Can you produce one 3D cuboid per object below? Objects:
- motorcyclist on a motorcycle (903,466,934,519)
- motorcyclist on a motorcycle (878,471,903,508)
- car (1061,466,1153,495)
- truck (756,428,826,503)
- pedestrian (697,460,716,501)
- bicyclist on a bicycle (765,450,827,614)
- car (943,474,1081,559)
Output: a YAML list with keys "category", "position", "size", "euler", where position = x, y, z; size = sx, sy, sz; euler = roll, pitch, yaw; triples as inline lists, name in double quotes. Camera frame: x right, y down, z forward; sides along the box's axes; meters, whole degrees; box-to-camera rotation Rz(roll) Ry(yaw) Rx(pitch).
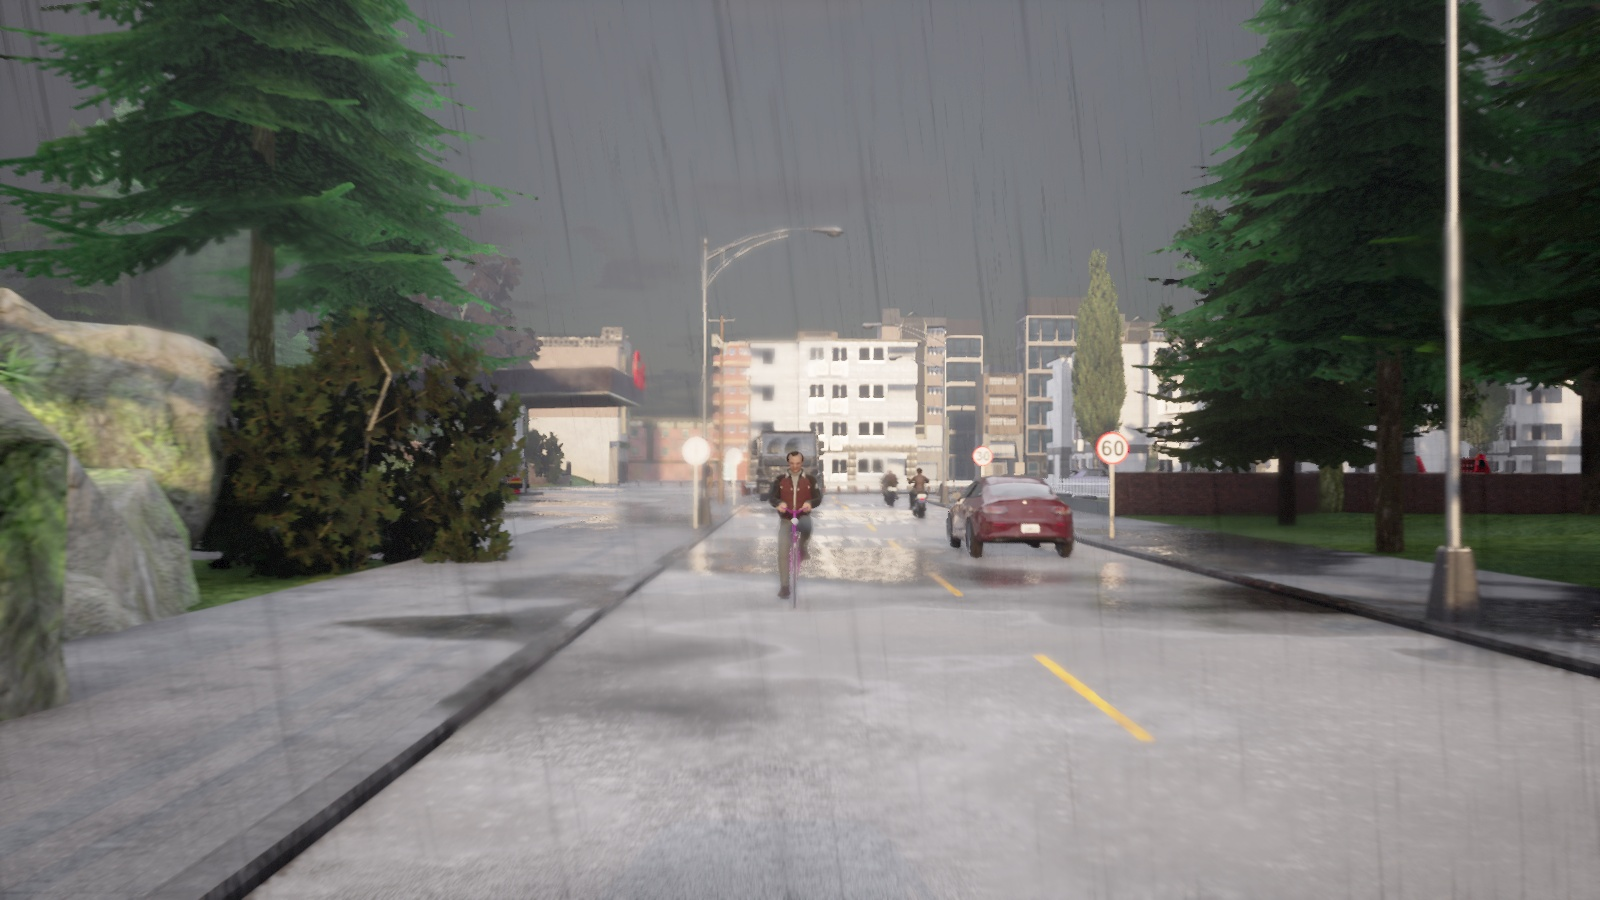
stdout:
- category: "motorcyclist on a motorcycle"
  position: [3.843, 1.364, 40.816]
  size: [0.766, 1.649, 2.350]
  euler: [0, -1, 0]
- category: "motorcyclist on a motorcycle"
  position: [3.791, 1.626, 52.527]
  size: [0.866, 1.530, 2.191]
  euler: [0, -1, 0]
- category: "car"
  position: [17.765, 1.773, 72.798]
  size: [4.856, 1.649, 2.033]
  euler: [0, -1, 0]
- category: "truck"
  position: [-0.328, 0.769, 62.034]
  size: [2.891, 3.462, 7.936]
  euler: [0, -1, 4]
- category: "pedestrian"
  position: [-4.234, 1.400, 56.975]
  size: [0.540, 1.848, 0.694]
  euler: [0, -1, -39]
- category: "bicyclist on a bicycle"
  position: [-0.047, 0.902, 14.506]
  size: [0.659, 1.776, 1.843]
  euler: [0, -1, 0]
- category: "car"
  position: [3.919, 1.185, 23.994]
  size: [1.812, 1.442, 4.674]
  euler: [0, -1, 0]
